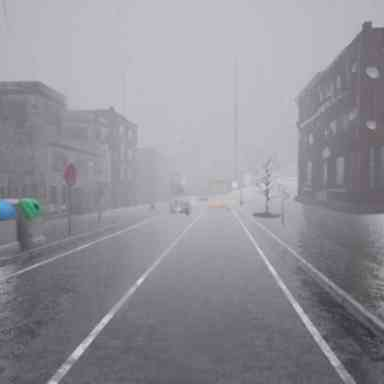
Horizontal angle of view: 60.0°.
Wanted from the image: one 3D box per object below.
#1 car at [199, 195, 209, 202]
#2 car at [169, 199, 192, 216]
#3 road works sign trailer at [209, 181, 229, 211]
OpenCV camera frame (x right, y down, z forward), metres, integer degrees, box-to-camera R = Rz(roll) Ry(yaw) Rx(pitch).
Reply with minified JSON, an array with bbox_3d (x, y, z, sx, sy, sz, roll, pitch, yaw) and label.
[{"bbox_3d":[2.535,1.434,72.511,1.837,1.490,4.892,1,0,5],"label":"car"},{"bbox_3d":[-1.055,1.462,32.387,2.128,1.511,4.902,1,0,5],"label":"car"},{"bbox_3d":[3.279,0.467,40.180,2.380,3.560,2.880,1,0,6],"label":"road works sign trailer"}]
